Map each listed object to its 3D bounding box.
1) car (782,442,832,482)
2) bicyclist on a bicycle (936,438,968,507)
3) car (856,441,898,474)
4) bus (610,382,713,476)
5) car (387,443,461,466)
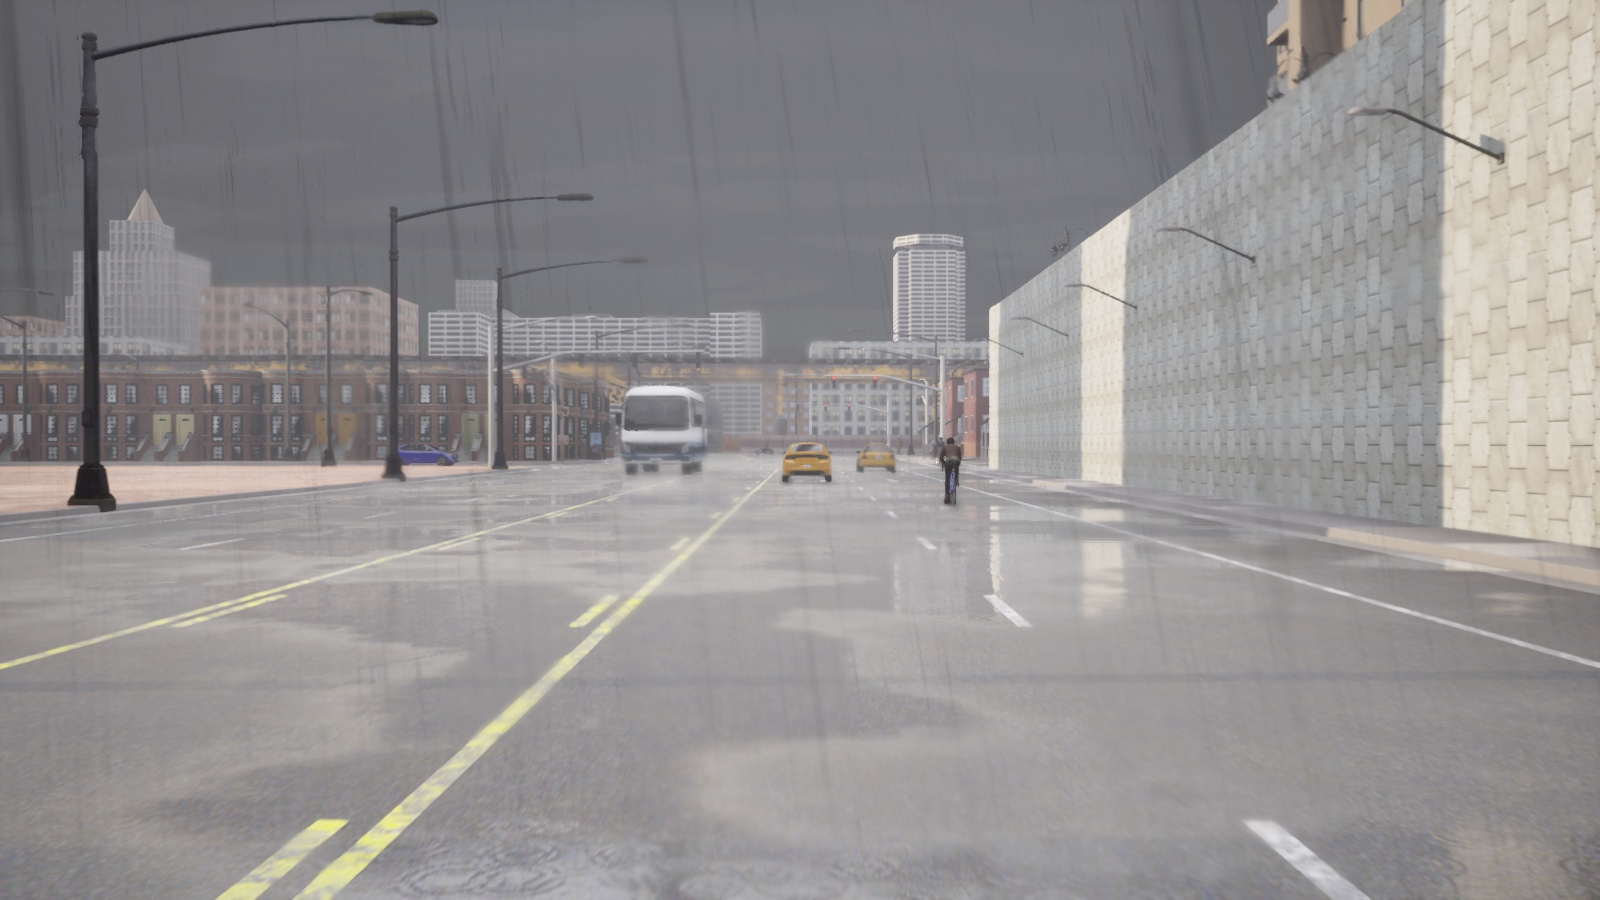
[{"bbox_3d":[0.279,0.442,49.739,1.882,1.535,5.008,0,0,0],"label":"car"},{"bbox_3d":[3.677,0.530,30.487,0.582,1.620,1.656,0,0,0],"label":"bicyclist on a bicycle"},{"bbox_3d":[3.851,0.332,63.202,1.801,1.575,5.366,0,0,0],"label":"car"},{"bbox_3d":[-6.653,-0.987,62.359,3.944,4.253,10.273,0,0,0],"label":"bus"},{"bbox_3d":[-23.892,0.290,79.936,4.193,1.474,1.816,0,0,0],"label":"car"}]
